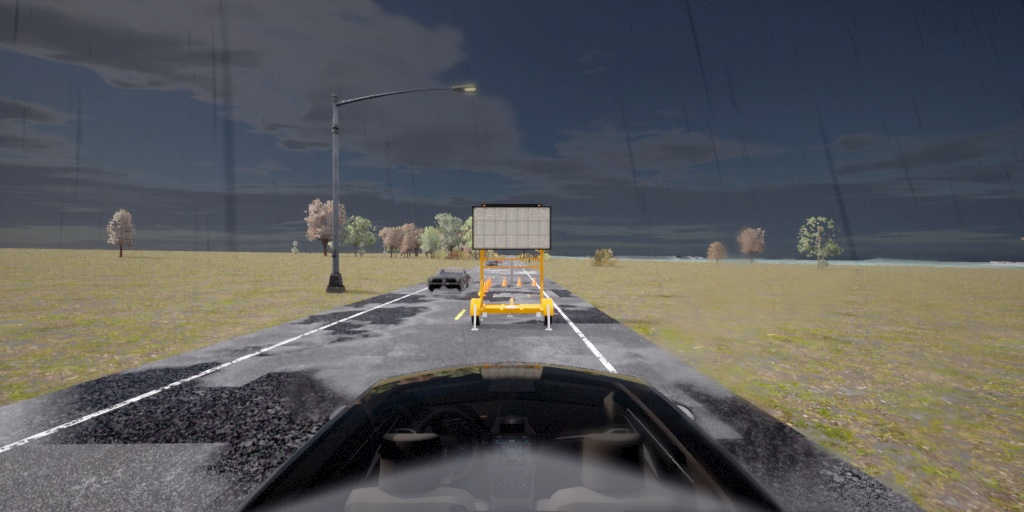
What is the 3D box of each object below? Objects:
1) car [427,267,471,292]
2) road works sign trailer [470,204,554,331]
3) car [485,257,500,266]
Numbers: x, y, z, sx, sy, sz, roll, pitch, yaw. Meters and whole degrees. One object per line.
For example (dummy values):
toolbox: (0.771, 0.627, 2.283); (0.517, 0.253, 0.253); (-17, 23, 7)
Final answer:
car: (-3.610, 1.352, 21.165); (1.895, 1.301, 4.718); (0, 0, 0)
road works sign trailer: (-0.005, 0.215, 11.033); (2.380, 3.560, 2.880); (0, 0, 0)
car: (-3.599, 1.317, 63.260); (1.994, 1.385, 4.181); (0, 0, 0)
